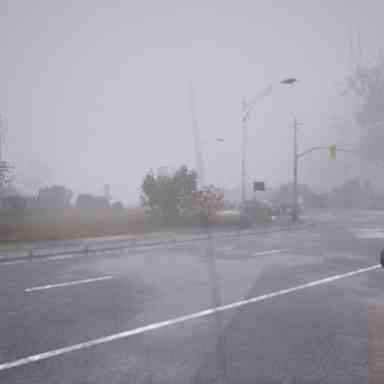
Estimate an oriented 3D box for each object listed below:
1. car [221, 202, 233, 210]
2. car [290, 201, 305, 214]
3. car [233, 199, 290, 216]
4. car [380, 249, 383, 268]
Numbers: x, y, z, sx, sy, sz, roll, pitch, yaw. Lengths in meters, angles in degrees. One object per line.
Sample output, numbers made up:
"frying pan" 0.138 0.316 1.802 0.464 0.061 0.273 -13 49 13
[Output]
"car" 3.387 1.454 41.662 1.837 1.490 4.892 0 0 -39
"car" 9.275 1.440 34.316 2.128 1.511 4.902 0 0 -39
"car" 6.556 1.461 32.080 1.837 1.490 4.892 0 0 -38
"car" 6.980 1.588 8.722 4.718 1.301 1.895 0 0 -35
